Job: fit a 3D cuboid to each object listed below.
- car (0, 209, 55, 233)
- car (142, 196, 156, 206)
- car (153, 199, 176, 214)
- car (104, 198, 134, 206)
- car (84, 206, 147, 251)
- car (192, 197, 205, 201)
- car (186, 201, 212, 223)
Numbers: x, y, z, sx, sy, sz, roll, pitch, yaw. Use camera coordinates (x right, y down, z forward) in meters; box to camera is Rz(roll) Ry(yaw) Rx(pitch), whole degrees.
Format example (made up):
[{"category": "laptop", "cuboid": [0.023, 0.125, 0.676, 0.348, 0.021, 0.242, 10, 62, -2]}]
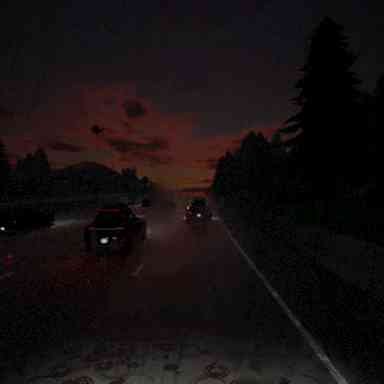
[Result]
[{"category": "car", "cuboid": [-10.060, 1.671, 20.041, 1.895, 1.301, 4.718, 0, 0, 1]}, {"category": "car", "cuboid": [-6.058, 1.377, 48.615, 1.882, 1.535, 5.008, 0, 1, 1]}, {"category": "car", "cuboid": [-2.774, 1.630, 36.290, 1.895, 1.301, 4.718, 0, 0, 1]}, {"category": "car", "cuboid": [-6.413, 1.572, 28.389, 1.837, 1.490, 4.892, 0, 1, 1]}, {"category": "car", "cuboid": [-3.156, 1.570, 14.515, 2.128, 1.511, 4.902, 0, 0, 1]}, {"category": "car", "cuboid": [0.932, 1.448, 47.915, 1.812, 1.442, 4.674, 0, 1, 1]}, {"category": "car", "cuboid": [0.549, 1.651, 26.159, 1.994, 1.385, 4.181, 0, 0, 1]}]
